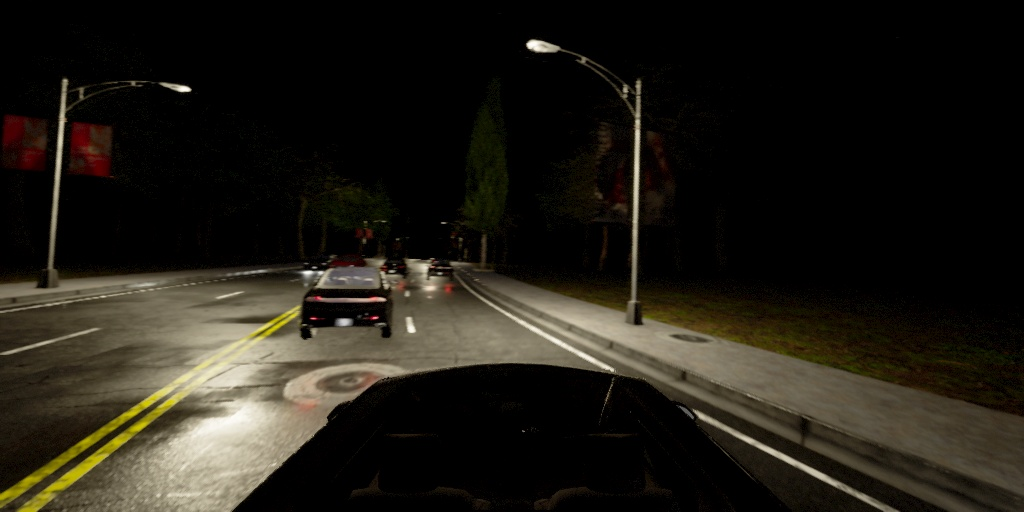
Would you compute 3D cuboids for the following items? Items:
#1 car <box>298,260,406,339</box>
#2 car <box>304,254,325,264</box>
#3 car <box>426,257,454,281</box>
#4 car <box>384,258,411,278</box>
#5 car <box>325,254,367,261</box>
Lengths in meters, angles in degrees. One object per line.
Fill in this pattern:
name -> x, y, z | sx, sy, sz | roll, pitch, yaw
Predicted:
car -> -4.052, 1.045, 9.297 | 2.128, 1.511, 4.902 | 3, 0, -19
car -> -16.649, 0.530, 31.885 | 2.033, 1.411, 5.357 | 2, 0, -12
car -> -5.357, 0.959, 26.596 | 2.128, 1.511, 4.902 | 2, 0, -12
car -> -8.686, 0.851, 26.746 | 1.812, 1.442, 4.674 | 2, 0, -12
car -> -12.418, 0.643, 27.548 | 1.882, 1.535, 5.008 | 2, 0, -12
